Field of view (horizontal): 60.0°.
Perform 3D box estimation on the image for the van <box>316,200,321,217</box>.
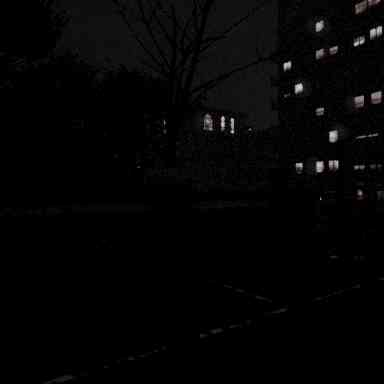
[{"bbox_3d":[10.568,1.646,32.574,1.690,1.788,3.998,-1,0,-36],"label":"van"}]
